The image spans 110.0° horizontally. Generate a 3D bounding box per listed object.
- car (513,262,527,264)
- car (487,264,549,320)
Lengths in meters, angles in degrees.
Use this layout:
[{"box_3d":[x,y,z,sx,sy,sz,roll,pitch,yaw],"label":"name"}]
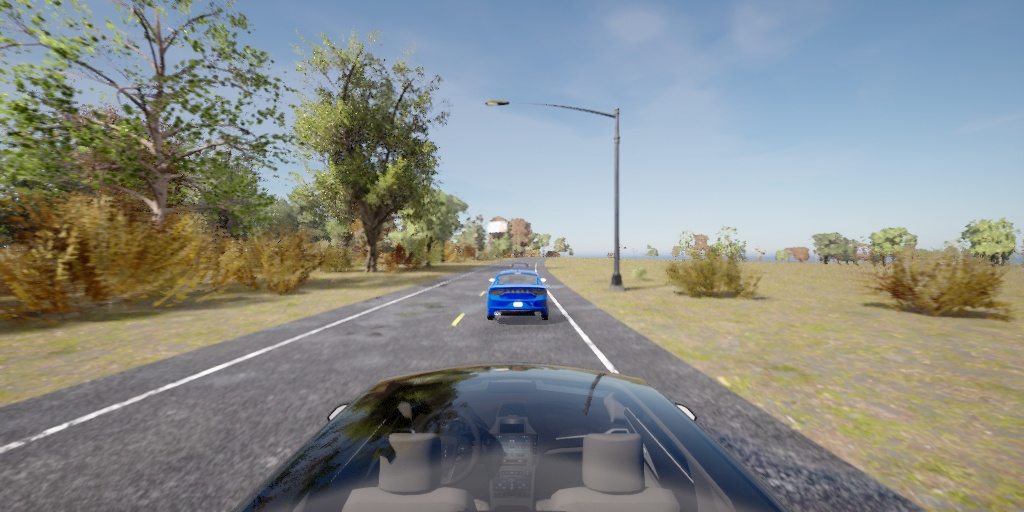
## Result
[{"box_3d":[0.696,1.223,30.929,1.994,1.385,4.181,0,0,2],"label":"car"},{"box_3d":[0.206,1.219,12.676,1.882,1.535,5.008,0,0,1],"label":"car"}]
